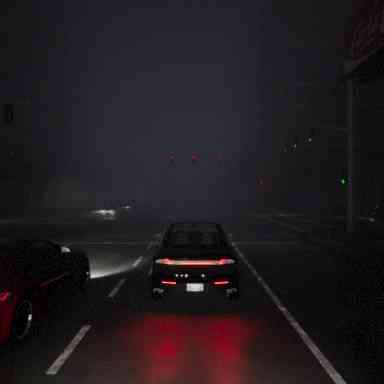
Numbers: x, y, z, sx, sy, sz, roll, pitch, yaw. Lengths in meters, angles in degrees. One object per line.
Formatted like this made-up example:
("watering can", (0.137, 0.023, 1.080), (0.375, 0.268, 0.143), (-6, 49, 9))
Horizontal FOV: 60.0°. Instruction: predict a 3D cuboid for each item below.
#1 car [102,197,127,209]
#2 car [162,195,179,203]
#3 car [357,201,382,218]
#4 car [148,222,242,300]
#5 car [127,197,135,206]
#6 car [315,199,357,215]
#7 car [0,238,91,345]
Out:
("car", (-10.588, 1.491, 44.369), (2.128, 1.511, 4.902), (0, 0, 0))
("car", (-4.599, 1.326, 70.581), (2.097, 1.767, 4.553), (0, 0, -27))
("car", (17.704, 1.352, 29.537), (4.553, 1.767, 2.097), (0, 0, 0))
("car", (0.068, 1.492, 8.372), (2.128, 1.511, 4.902), (0, 0, 0))
("car", (-10.574, 1.547, 54.112), (2.033, 1.411, 5.357), (0, 0, 0))
("car", (14.806, 1.490, 33.024), (4.902, 1.511, 2.128), (0, 0, 0))
("car", (-3.442, 1.564, 6.395), (1.994, 1.385, 4.181), (0, 0, 0))
